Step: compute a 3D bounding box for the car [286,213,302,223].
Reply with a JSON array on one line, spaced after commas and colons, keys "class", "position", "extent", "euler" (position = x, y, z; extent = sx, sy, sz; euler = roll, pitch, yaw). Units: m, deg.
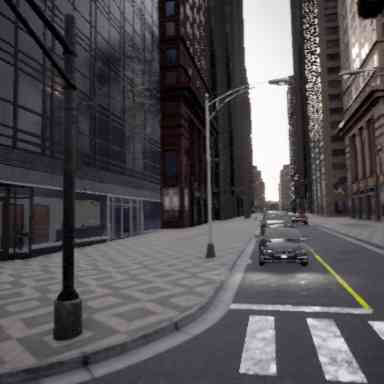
[{"class": "car", "position": [15.906, 4.044, 52.035], "extent": [1.994, 1.385, 4.181], "euler": [-2, -3, 13]}]

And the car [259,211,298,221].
[{"class": "car", "position": [6.111, 2.392, 23.954], "extent": [2.150, 2.045, 5.566], "euler": [-2, -3, 13]}]

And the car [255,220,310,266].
[{"class": "car", "position": [3.901, 2.213, 14.500], "extent": [1.837, 1.490, 4.892], "euler": [-2, -3, 13]}]

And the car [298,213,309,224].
[{"class": "car", "position": [13.680, 3.500, 42.364], "extent": [1.837, 1.490, 4.892], "euler": [-2, -3, 14]}]

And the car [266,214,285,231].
[{"class": "car", "position": [9.095, 3.294, 36.527], "extent": [1.837, 1.490, 4.892], "euler": [-2, -3, 13]}]
